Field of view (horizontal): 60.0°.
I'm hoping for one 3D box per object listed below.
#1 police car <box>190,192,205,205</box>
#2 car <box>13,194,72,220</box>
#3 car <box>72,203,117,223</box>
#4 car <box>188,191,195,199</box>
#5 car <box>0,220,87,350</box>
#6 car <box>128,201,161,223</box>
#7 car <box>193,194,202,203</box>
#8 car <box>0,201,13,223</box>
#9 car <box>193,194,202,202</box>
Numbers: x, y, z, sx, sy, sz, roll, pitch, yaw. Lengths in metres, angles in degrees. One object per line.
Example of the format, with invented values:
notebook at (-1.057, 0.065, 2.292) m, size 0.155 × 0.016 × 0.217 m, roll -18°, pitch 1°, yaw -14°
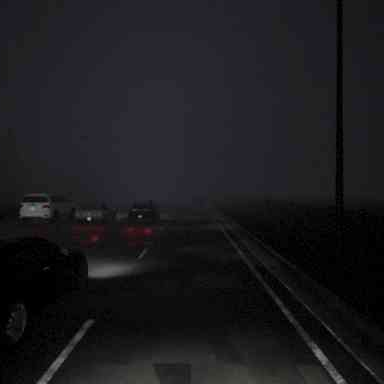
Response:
police car at (1.048, 1.214, 54.587) m, size 1.930 × 1.638 × 5.238 m, roll 0°, pitch 0°, yaw 0°
car at (-10.402, 1.126, 24.376) m, size 2.150 × 2.045 × 5.566 m, roll 0°, pitch 0°, yaw 0°
car at (-6.901, 1.505, 24.531) m, size 1.895 × 1.301 × 4.718 m, roll 0°, pitch 0°, yaw 0°
car at (-0.004, 0.782, 90.109) m, size 2.150 × 2.045 × 5.566 m, roll 0°, pitch 0°, yaw 0°
car at (-3.400, 1.502, 6.048) m, size 1.812 × 1.442 × 4.674 m, roll 0°, pitch 0°, yaw 0°
car at (-3.399, 1.397, 24.278) m, size 2.128 × 1.511 × 4.902 m, roll 0°, pitch 0°, yaw 0°
car at (1.047, 1.205, 64.667) m, size 1.801 × 1.575 × 5.366 m, roll 0°, pitch 0°, yaw 0°
car at (-13.901, 1.394, 24.811) m, size 2.128 × 1.511 × 4.902 m, roll 0°, pitch 0°, yaw 0°
car at (1.047, 1.233, 70.477) m, size 1.837 × 1.490 × 4.892 m, roll 0°, pitch 0°, yaw 0°
